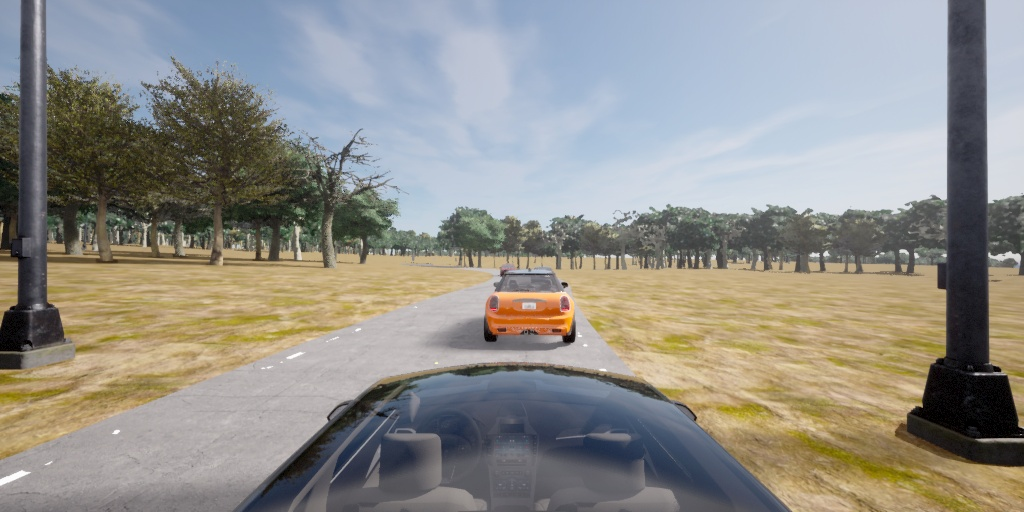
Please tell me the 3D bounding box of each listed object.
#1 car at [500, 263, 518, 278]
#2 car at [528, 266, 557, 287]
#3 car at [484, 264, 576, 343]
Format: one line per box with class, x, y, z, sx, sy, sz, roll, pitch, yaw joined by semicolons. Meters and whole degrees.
car;-0.403;1.657;42.332;1.882;1.535;5.008;0;-1;-3
car;2.430;1.530;28.206;2.033;1.411;5.357;0;-1;5
car;0.520;1.130;9.991;2.097;1.767;4.553;0;0;4
